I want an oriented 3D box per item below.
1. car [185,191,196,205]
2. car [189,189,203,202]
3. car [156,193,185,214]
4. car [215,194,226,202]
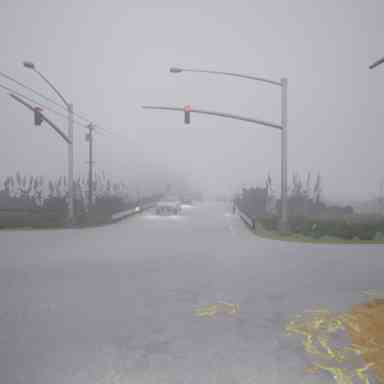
[{"bbox_3d":[-1.073,0.869,40.758,1.994,1.385,4.181,0,1,6],"label":"car"},{"bbox_3d":[0.463,0.599,52.786,2.150,2.045,5.566,0,-1,8],"label":"car"},{"bbox_3d":[-2.097,1.145,30.796,1.812,1.442,4.674,0,3,5],"label":"car"},{"bbox_3d":[5.253,1.150,61.170,1.882,1.535,5.008,0,-2,7],"label":"car"}]
